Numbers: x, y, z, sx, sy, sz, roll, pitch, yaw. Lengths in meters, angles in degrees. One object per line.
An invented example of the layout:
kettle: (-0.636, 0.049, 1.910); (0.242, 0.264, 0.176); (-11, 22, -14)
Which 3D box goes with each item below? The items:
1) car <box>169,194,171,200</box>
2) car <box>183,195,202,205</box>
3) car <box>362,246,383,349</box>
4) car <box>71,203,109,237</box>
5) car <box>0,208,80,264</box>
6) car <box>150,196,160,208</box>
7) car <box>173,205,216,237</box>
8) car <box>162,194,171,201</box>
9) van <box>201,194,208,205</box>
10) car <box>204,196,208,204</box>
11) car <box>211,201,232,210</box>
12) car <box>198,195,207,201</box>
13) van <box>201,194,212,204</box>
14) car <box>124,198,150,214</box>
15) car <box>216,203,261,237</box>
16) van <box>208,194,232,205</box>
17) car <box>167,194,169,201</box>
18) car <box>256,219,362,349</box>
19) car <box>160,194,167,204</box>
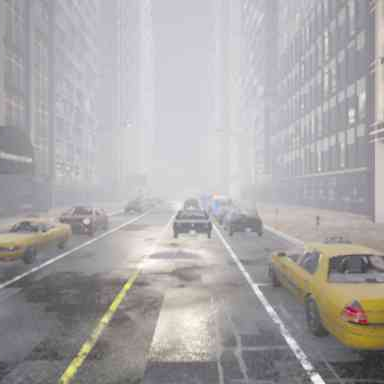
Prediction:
car: (-6.000, 1.353, 68.893); (2.008, 1.369, 4.403); (0, 0, 0)
car: (-0.083, 1.398, 41.200); (1.837, 1.490, 4.892); (0, 0, 0)
car: (2.691, 1.311, 0.548); (2.192, 1.841, 5.009); (0, 0, 0)
car: (-5.767, 1.408, 17.609); (1.967, 1.590, 4.097); (0, 0, 0)
car: (-5.740, 1.507, 11.739); (1.752, 1.417, 4.829); (0, 0, 0)
car: (-5.896, 1.464, 46.100); (1.802, 1.307, 4.206); (0, 0, 0)
car: (0.019, 1.563, 17.630); (1.895, 1.301, 4.718); (0, 0, 0)
car: (-6.052, 1.197, 80.289); (1.967, 1.590, 4.097); (0, 0, 0)
van: (2.458, 1.196, 51.834); (1.690, 1.788, 3.998); (0, 0, 0)
car: (2.537, 1.455, 34.740); (1.887, 1.381, 4.507); (0, 0, 0)
car: (2.589, 1.526, 23.344); (1.802, 1.307, 4.206); (0, 0, 0)
car: (2.355, 1.337, 74.630); (1.947, 1.339, 4.313); (0, 0, 0)
van: (2.432, 1.176, 57.533); (1.690, 1.788, 3.998); (0, 0, 0)
car: (-5.844, 1.485, 34.703); (1.947, 1.339, 4.313); (0, 0, 0)
car: (2.614, 1.510, 17.647); (2.008, 1.369, 4.403); (0, 0, 0)
van: (2.562, 1.269, 29.041); (1.690, 1.788, 3.998); (0, 0, 0)
car: (-5.974, 1.406, 63.196); (1.802, 1.307, 4.206); (0, 0, 0)
car: (2.665, 1.510, 6.417); (1.752, 1.417, 4.829); (0, 0, 0)
car: (-5.948, 1.389, 57.497); (1.887, 1.381, 4.507); (0, 0, 0)
